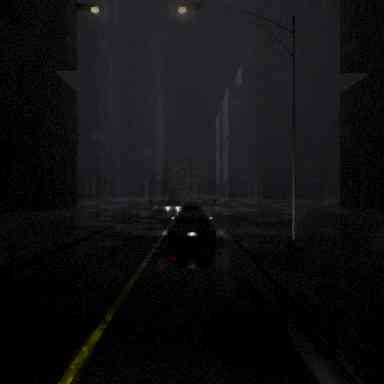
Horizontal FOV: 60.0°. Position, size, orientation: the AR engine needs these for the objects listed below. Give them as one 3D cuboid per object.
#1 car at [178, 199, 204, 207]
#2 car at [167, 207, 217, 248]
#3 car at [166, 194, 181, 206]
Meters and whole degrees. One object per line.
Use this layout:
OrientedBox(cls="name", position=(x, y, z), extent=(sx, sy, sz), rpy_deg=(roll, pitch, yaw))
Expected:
OrientedBox(cls="car", position=(0.000, 1.507, 29.650), extent=(1.837, 1.490, 4.892), rpy_deg=(0, 0, 0))
OrientedBox(cls="car", position=(0.000, 1.570, 14.650), extent=(1.994, 1.385, 4.181), rpy_deg=(0, 0, 0))
OrientedBox(cls="car", position=(-3.000, 1.298, 54.619), extent=(2.150, 2.045, 5.566), rpy_deg=(0, 0, 0))
